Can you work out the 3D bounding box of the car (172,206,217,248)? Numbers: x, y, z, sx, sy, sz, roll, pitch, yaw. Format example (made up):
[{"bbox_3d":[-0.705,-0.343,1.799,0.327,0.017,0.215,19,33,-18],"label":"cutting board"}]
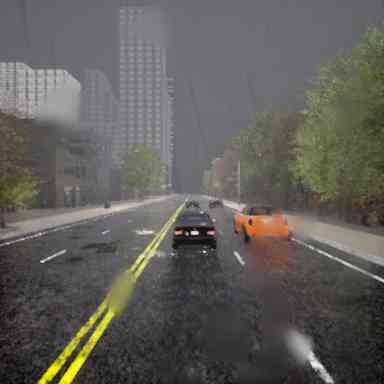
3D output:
[{"bbox_3d":[0.095,1.567,14.841,2.033,1.411,5.357,0,0,0],"label":"car"}]

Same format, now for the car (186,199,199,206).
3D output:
[{"bbox_3d":[0.083,1.657,49.318,1.895,1.301,4.718,0,0,0],"label":"car"}]

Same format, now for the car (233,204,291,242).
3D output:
[{"bbox_3d":[3.345,1.374,16.712,2.097,1.767,4.553,0,0,0],"label":"car"}]

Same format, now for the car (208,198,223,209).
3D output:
[{"bbox_3d":[3.334,1.545,46.755,2.128,1.511,4.902,0,0,0],"label":"car"}]
